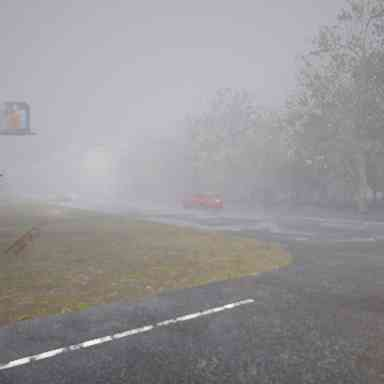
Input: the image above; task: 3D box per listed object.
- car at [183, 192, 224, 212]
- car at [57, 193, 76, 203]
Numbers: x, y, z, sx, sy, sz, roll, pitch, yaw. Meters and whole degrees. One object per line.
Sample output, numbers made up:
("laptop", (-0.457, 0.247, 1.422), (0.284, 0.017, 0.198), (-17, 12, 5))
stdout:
("car", (1.158, 1.059, 36.598), (2.150, 2.045, 5.566), (0, 0, -34))
("car", (-23.289, 1.157, 60.564), (2.033, 1.411, 5.357), (0, 0, -31))
